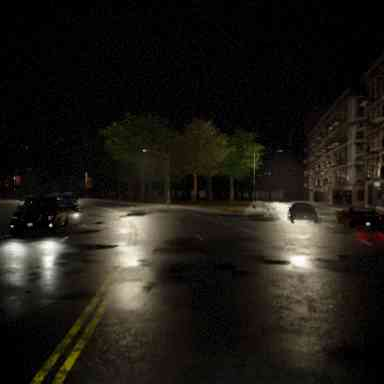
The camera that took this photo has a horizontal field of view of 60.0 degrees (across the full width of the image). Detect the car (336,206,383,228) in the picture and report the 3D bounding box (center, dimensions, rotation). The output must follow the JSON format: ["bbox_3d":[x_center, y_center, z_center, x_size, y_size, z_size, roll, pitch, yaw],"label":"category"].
[{"bbox_3d":[10.957,1.609,22.007,1.895,1.301,4.718,0,0,12],"label":"car"}]

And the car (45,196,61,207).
[{"bbox_3d":[-22.890,1.529,54.630,1.837,1.490,4.892,-1,0,-30],"label":"car"}]

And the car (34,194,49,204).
[{"bbox_3d":[-30.432,1.364,67.216,2.097,1.767,4.553,-1,0,-31],"label":"car"}]

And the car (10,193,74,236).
[{"bbox_3d":[-8.581,1.268,19.257,2.150,2.045,5.566,0,0,-11],"label":"car"}]

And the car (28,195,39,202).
[{"bbox_3d":[-38.208,1.493,80.119,1.837,1.490,4.892,-1,0,-31],"label":"car"}]

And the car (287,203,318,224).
[{"bbox_3d":[8.285,1.542,25.186,1.812,1.442,4.674,0,0,12],"label":"car"}]

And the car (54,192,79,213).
[{"bbox_3d":[-14.303,1.262,38.130,2.150,2.045,5.566,-1,0,-23],"label":"car"}]
